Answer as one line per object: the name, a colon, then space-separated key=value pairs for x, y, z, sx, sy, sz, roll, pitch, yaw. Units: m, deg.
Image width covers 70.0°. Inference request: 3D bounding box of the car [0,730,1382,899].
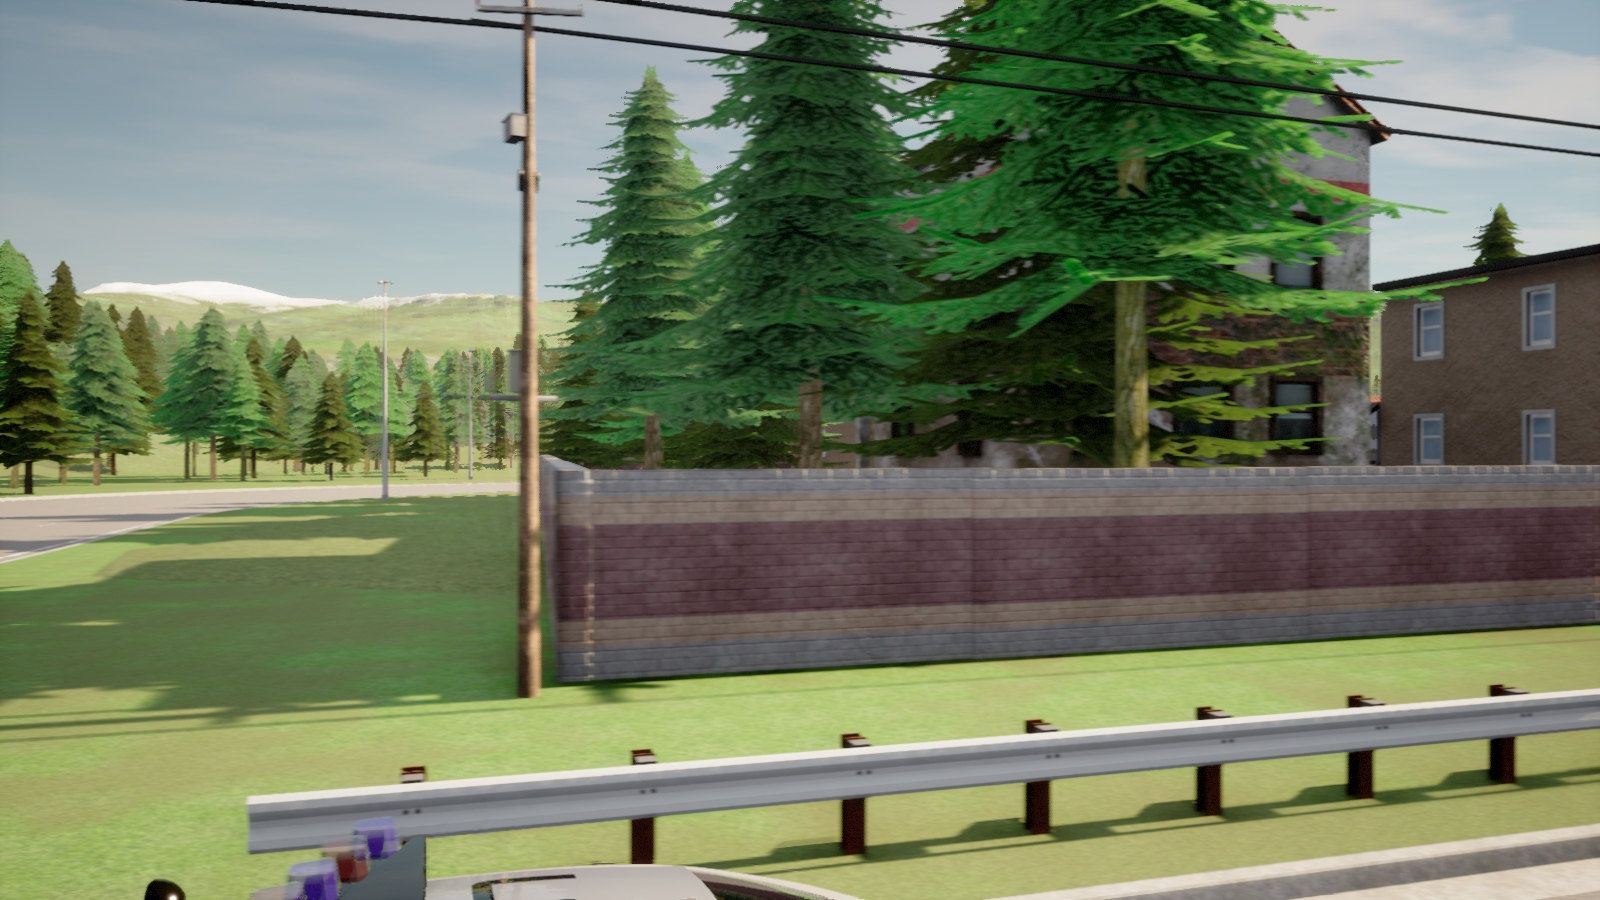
car: x=-1.243 y=1.982 z=2.943 sx=5.238 sy=1.638 sz=2.097 roll=0 pitch=0 yaw=-18
